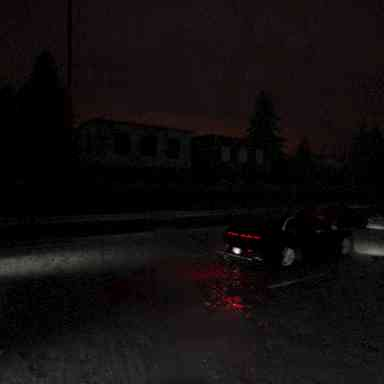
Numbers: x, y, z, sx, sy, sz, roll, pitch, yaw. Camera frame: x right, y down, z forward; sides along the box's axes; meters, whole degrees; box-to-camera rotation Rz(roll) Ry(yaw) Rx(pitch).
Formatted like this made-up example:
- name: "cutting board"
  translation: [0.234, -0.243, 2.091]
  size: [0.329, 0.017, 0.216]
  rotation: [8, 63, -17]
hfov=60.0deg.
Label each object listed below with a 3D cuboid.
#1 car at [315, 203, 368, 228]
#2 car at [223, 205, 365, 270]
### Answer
- name: "car"
  translation: [7.562, 1.311, 17.906]
  size: [4.674, 1.442, 1.812]
  rotation: [0, 1, -36]
- name: "car"
  translation: [3.195, 1.356, 10.488]
  size: [4.892, 1.490, 1.837]
  rotation: [0, 1, -36]
